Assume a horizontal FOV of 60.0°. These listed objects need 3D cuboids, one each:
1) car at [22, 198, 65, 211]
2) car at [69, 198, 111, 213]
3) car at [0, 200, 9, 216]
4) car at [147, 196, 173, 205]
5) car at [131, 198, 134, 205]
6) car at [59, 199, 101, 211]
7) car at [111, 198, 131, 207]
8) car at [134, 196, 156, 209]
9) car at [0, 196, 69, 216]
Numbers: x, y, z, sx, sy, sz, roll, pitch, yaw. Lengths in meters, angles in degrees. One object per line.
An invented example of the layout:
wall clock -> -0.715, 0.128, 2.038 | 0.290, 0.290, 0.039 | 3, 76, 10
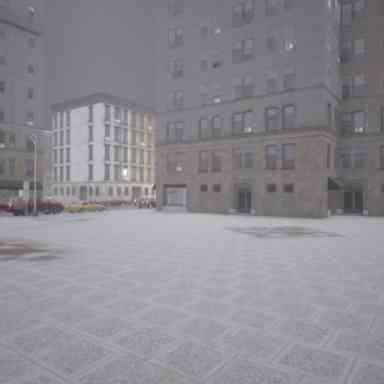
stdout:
car -> -18.070, 1.515, 40.588 | 2.008, 1.369, 4.403 | 0, 0, 36
car -> -11.479, 1.533, 36.007 | 1.752, 1.417, 4.829 | 0, 0, 36
car -> -17.941, 1.555, 27.118 | 2.008, 1.369, 4.403 | 0, 0, 36
car -> -5.448, 1.497, 57.952 | 1.752, 1.417, 4.829 | 0, 0, 36
car -> -8.528, 1.410, 53.714 | 1.967, 1.590, 4.097 | 0, 0, 36
car -> -14.012, 1.579, 41.851 | 1.895, 1.301, 4.718 | 0, 0, 36
car -> -11.709, 1.512, 49.339 | 1.887, 1.381, 4.507 | 0, 0, 36
car -> -5.218, 1.451, 44.620 | 1.967, 1.590, 4.097 | 0, 0, 36
car -> -14.759, 1.321, 31.493 | 2.192, 1.841, 5.009 | 0, 0, 36
